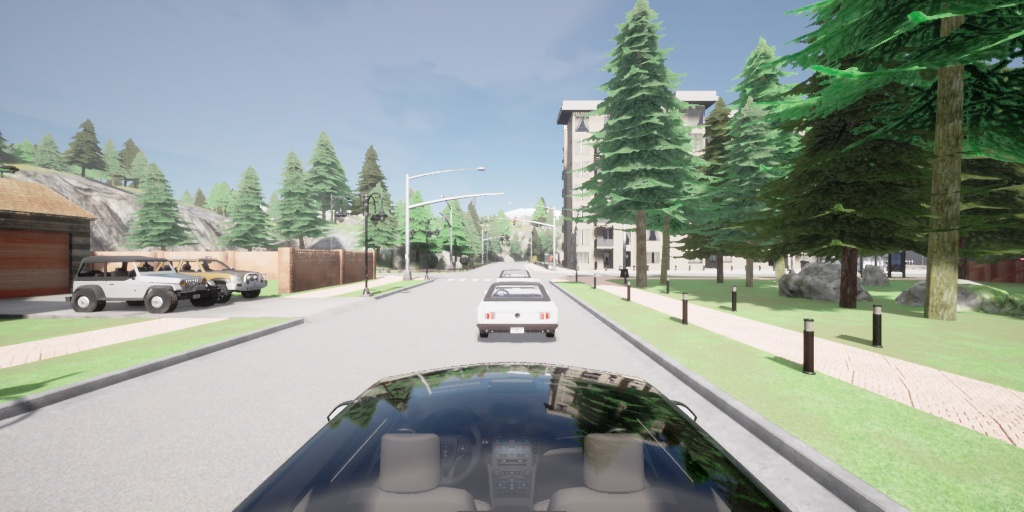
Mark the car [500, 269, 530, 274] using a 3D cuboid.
[{"bbox_3d":[0.160,1.351,19.316,1.895,1.301,4.718,0,0,0],"label":"car"}]

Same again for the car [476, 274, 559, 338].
[{"bbox_3d":[0.131,1.351,10.148,1.895,1.301,4.718,0,0,0],"label":"car"}]
